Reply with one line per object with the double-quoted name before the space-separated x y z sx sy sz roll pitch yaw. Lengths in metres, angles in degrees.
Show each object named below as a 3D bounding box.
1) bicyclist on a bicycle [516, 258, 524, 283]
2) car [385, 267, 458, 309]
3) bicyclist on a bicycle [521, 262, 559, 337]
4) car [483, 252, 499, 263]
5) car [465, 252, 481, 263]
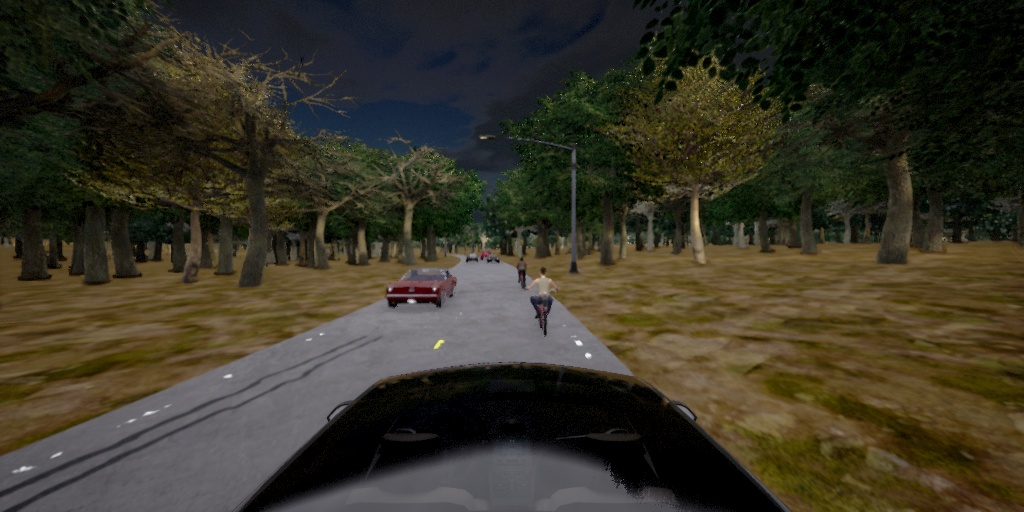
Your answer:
"bicyclist on a bicycle" 0.501 0.912 17.927 0.582 1.620 1.656 0 1 -2
"car" -3.301 1.133 13.825 1.895 1.301 4.718 0 1 -2
"bicyclist on a bicycle" 0.749 1.059 8.800 0.866 1.612 1.509 0 1 -1
"car" -3.047 0.395 56.196 1.895 1.301 4.718 0 1 -6
"car" -6.158 0.275 55.644 1.882 1.535 5.008 0 1 -6
